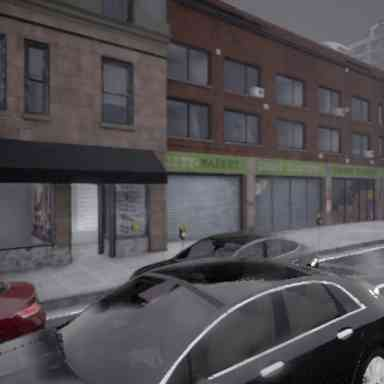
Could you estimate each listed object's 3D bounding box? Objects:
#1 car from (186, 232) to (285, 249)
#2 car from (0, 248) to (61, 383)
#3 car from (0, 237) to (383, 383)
[{"bbox_3d":[0.826,1.540,6.775,4.313,1.339,1.947,0,0,-35],"label":"car"},{"bbox_3d":[-3.803,1.587,3.480,4.206,1.307,1.802,0,0,-35],"label":"car"},{"bbox_3d":[0.126,1.496,3.161,4.892,1.490,1.837,0,0,-35],"label":"car"}]
